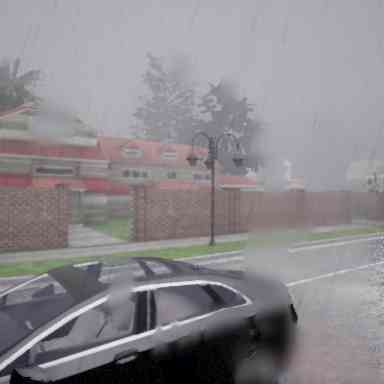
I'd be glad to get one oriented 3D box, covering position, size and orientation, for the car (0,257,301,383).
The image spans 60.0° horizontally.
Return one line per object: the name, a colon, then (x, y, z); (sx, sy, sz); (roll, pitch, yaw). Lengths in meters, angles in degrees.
car: (-0.982, 1.505, 3.288); (4.902, 1.511, 2.128); (1, 0, -36)
